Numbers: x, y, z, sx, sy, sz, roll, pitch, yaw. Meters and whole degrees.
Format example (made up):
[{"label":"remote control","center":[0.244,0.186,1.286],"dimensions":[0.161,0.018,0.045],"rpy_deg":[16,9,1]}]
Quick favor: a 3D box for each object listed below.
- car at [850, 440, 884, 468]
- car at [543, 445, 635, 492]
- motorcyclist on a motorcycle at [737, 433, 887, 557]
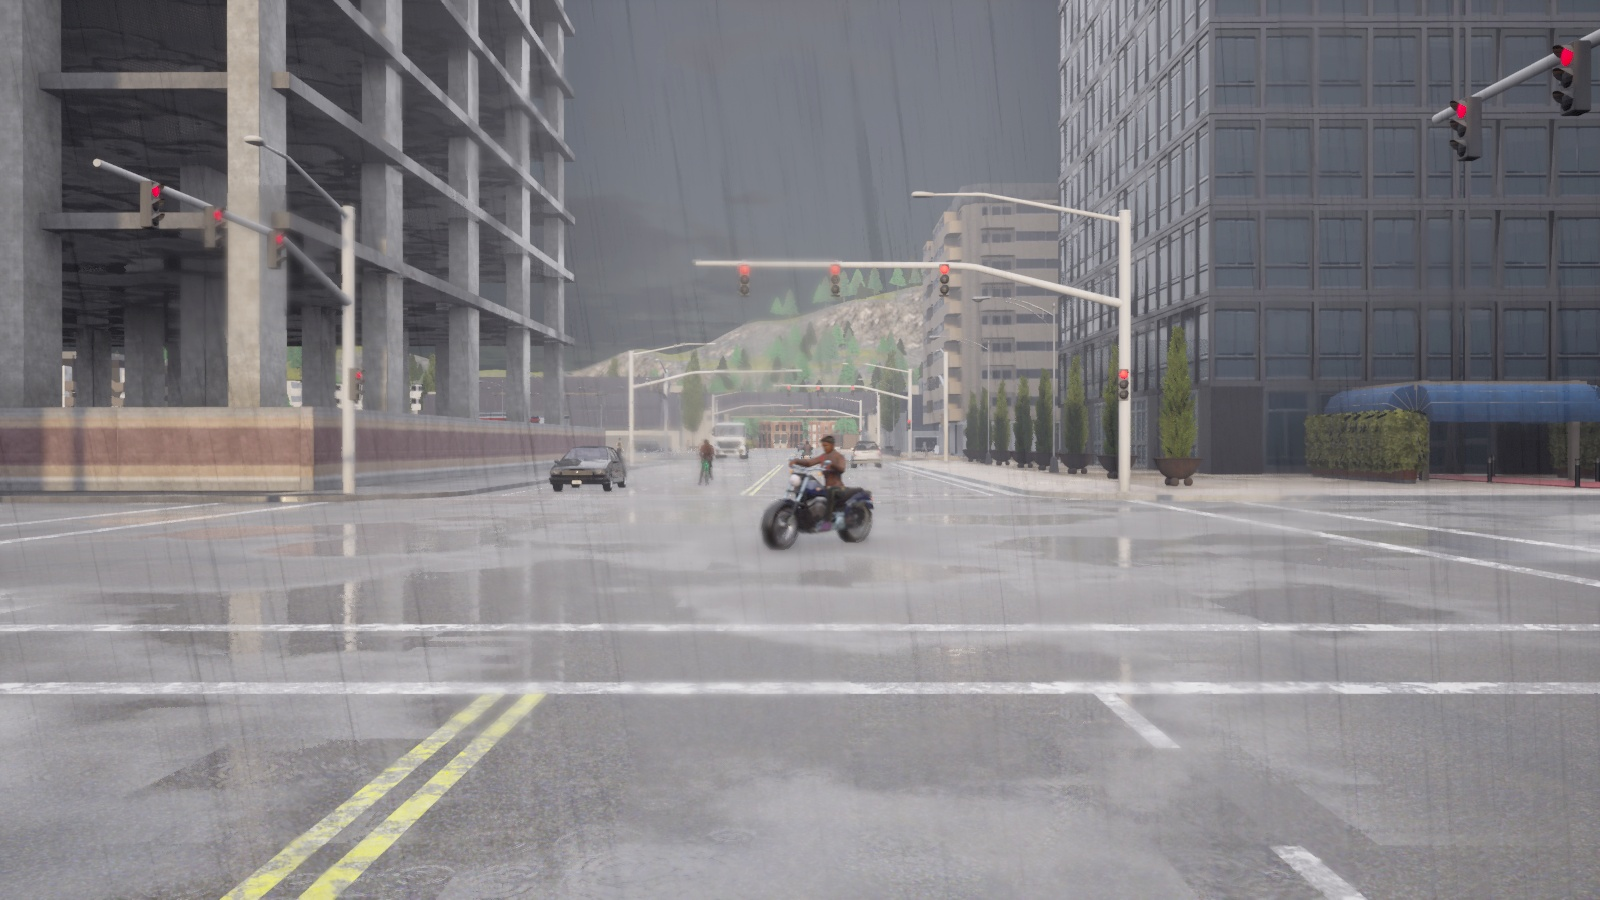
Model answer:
[{"label":"car","center":[3.927,0.229,74.133],"dimensions":[1.851,1.617,3.988],"rpy_deg":[0,0,1]},{"label":"car","center":[-6.757,0.558,40.769],"dimensions":[2.033,1.411,5.357],"rpy_deg":[0,0,0]},{"label":"motorcyclist on a motorcycle","center":[0.206,0.596,17.950],"dimensions":[0.766,1.649,2.350],"rpy_deg":[1,1,41]}]
